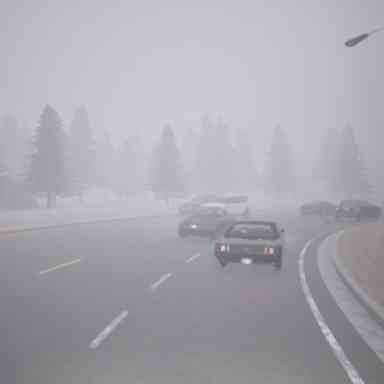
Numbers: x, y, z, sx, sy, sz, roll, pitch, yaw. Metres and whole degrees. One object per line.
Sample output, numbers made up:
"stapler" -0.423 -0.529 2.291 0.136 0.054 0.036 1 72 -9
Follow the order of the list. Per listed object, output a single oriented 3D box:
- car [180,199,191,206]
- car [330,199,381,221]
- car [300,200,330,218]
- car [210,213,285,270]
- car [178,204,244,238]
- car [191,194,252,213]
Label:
"car" 1.270 1.232 30.429 2.150 2.045 5.566 0 0 42
"car" 13.785 1.384 27.503 4.553 1.767 2.097 0 0 -39
"car" 11.972 1.508 30.548 5.008 1.535 1.882 0 0 -38
"car" 2.161 1.608 11.249 1.895 1.301 4.718 0 0 17
"car" 0.958 1.571 17.232 1.994 1.385 4.181 0 0 25
"car" 2.735 1.234 26.841 2.150 2.045 5.566 0 0 40
